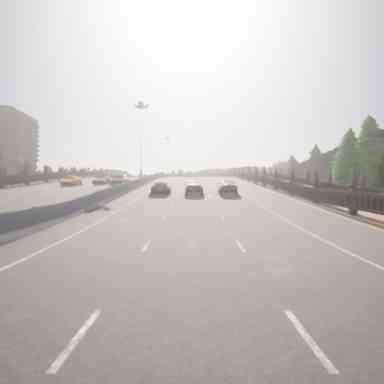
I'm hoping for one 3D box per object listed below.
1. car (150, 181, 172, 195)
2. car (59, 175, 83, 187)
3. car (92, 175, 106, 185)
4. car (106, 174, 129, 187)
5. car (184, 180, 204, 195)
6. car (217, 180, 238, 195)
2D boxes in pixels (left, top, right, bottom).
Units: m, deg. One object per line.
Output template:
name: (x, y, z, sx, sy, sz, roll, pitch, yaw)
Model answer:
car: (-3.262, -0.502, 35.645, 1.994, 1.385, 4.181, 0, 5, 1)
car: (-17.332, -1.636, 47.764, 1.882, 1.535, 5.008, 0, 5, 1)
car: (-13.798, -1.866, 51.176, 2.033, 1.411, 5.357, 0, 5, 1)
car: (-10.338, -1.747, 47.545, 2.097, 1.767, 4.553, 0, 5, 1)
car: (0.230, -0.526, 35.078, 2.128, 1.511, 4.902, 0, 5, 1)
car: (3.730, -0.526, 35.040, 2.128, 1.511, 4.902, 0, 5, 1)
